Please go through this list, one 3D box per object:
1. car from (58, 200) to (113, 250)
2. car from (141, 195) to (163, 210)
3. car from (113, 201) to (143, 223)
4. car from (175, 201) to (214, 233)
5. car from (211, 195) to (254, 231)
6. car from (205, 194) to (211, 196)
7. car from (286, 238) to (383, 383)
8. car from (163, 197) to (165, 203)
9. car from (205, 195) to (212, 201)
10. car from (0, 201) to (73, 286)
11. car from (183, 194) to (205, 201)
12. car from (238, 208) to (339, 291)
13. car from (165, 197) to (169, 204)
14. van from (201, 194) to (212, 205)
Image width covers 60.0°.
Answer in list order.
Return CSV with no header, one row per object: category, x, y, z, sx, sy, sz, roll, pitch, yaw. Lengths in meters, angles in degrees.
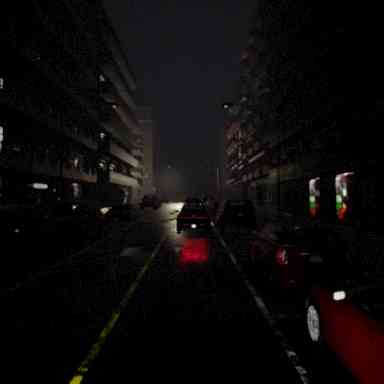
car,-5.297,1.290,14.476,2.192,1.841,5.009,1,0,0
car,-5.309,1.273,42.129,2.192,1.841,5.009,1,0,0
car,-5.308,1.528,25.540,1.947,1.339,4.313,1,0,0
car,0.093,1.474,19.358,1.837,1.490,4.892,0,0,0
car,2.547,1.283,19.951,2.192,1.841,5.009,1,0,0
car,2.532,1.280,53.140,2.192,1.841,5.009,1,0,0
car,2.582,1.539,3.358,1.887,1.381,4.507,1,0,0
car,-5.317,1.505,47.661,1.887,1.381,4.507,1,0,0
car,2.539,1.400,31.015,1.967,1.590,4.097,1,0,0
car,-5.295,1.299,8.947,2.192,1.841,5.009,1,0,0
car,0.087,1.310,36.878,2.097,1.767,4.553,0,0,0
car,2.590,1.425,8.889,1.967,1.590,4.097,1,0,0
car,-5.325,1.561,64.254,1.802,1.307,4.206,1,0,0
van,2.529,1.313,58.672,1.690,1.788,3.998,1,0,0
